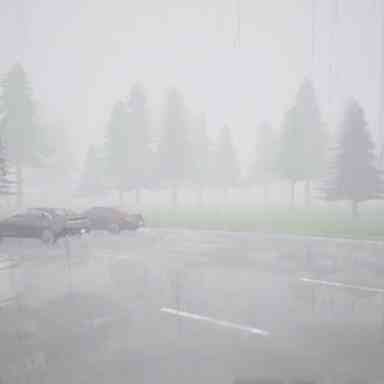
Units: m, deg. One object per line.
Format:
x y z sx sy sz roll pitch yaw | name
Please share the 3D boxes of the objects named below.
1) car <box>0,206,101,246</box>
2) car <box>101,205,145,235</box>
-6.872 1.442 14.788 4.902 1.511 2.128 0 0 19 | car
-4.797 1.451 17.875 4.674 1.442 1.812 0 0 19 | car
